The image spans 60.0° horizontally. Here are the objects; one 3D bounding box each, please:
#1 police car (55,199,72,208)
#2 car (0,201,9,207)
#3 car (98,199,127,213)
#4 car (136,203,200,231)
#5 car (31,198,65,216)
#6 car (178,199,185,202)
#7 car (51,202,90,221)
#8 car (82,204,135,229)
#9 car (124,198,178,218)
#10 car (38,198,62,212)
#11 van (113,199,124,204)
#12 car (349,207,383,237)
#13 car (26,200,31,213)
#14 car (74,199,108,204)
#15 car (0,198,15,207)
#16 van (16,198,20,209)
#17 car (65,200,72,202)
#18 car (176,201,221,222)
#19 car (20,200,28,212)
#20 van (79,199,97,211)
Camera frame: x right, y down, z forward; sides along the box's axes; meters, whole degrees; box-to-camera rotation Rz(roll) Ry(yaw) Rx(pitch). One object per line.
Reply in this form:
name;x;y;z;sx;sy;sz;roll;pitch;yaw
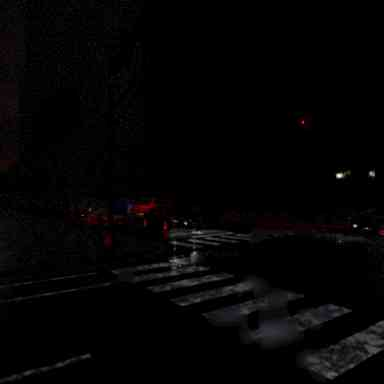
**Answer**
police car;-25.402;2.304;65.475;1.930;1.638;5.238;0;-1;-35
car;-44.352;2.769;78.087;1.802;1.307;4.206;-1;0;-35
car;-11.128;1.872;46.101;2.192;1.841;5.009;-1;0;-35
car;-1.782;1.756;22.855;1.837;1.490;4.892;0;-1;-35
car;-17.637;1.899;40.499;2.192;1.841;5.009;-1;0;-35
car;-2.300;1.666;33.653;2.192;1.841;5.009;-1;0;-35
car;-11.970;2.003;32.535;2.008;1.369;4.403;-1;0;-35
car;-6.211;1.842;24.432;1.752;1.417;4.829;-1;0;-35
car;-3.982;1.572;31.421;2.150;2.045;5.566;0;-1;-35
car;-22.053;1.969;51.500;2.150;2.045;5.566;0;-1;-35
van;-8.185;1.830;41.952;1.690;1.788;3.998;-1;0;-35
car;10.800;1.505;17.600;4.892;1.490;1.837;0;0;-11
car;-20.463;2.195;44.482;1.887;1.381;4.507;-1;0;-35
car;-10.586;1.810;35.205;2.097;1.767;4.553;0;-1;-36
car;-41.238;2.665;73.705;1.887;1.381;4.507;-1;0;-35
van;-26.129;2.121;52.446;1.690;1.788;3.998;-1;0;-35
car;-18.397;2.179;51.652;2.128;1.511;4.902;0;0;-35
car;0.648;1.826;29.503;1.887;1.381;4.507;-1;0;-35
car;-23.296;2.155;48.463;1.967;1.590;4.097;-1;0;-35
van;-17.013;2.035;54.401;1.690;1.788;3.998;-1;0;-35
